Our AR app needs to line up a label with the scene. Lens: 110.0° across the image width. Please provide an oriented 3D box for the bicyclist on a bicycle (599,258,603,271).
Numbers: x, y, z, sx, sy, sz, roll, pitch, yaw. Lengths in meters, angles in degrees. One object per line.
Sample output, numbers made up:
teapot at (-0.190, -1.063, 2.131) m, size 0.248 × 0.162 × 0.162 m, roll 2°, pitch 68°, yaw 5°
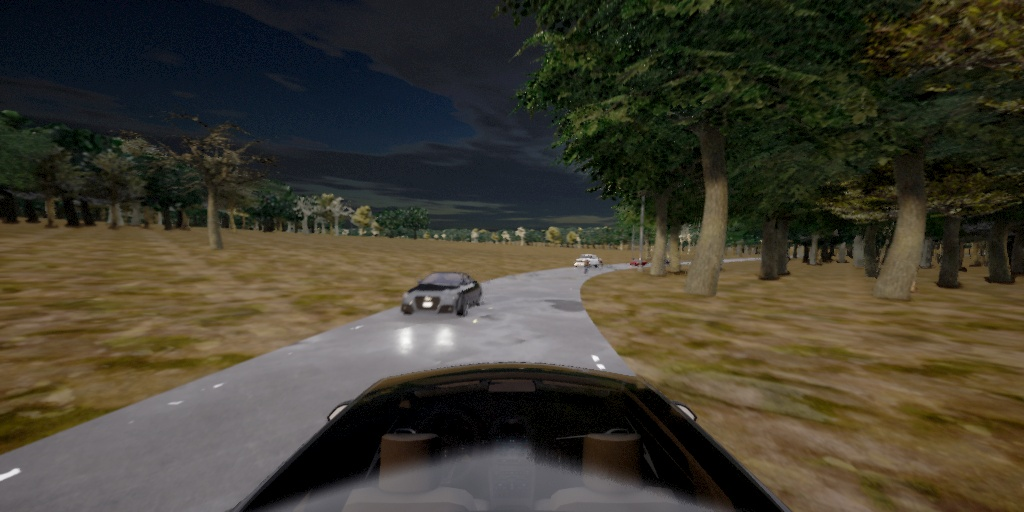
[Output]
bicyclist on a bicycle at (11.590, 1.093, 46.511) m, size 0.659 × 1.776 × 1.843 m, roll 2°, pitch 2°, yaw 26°

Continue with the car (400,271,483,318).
car at (-2.309, 1.253, 12.744) m, size 1.994 × 1.385 × 4.181 m, roll 1°, pitch 0°, yaw 7°

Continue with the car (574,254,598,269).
car at (11.200, 0.771, 53.907) m, size 2.150 × 2.045 × 5.566 m, roll 3°, pitch 2°, yaw 30°

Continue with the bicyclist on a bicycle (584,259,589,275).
bicyclist on a bicycle at (8.036, 1.189, 38.552) m, size 0.582 × 1.620 × 1.656 m, roll 2°, pitch 1°, yaw 22°
